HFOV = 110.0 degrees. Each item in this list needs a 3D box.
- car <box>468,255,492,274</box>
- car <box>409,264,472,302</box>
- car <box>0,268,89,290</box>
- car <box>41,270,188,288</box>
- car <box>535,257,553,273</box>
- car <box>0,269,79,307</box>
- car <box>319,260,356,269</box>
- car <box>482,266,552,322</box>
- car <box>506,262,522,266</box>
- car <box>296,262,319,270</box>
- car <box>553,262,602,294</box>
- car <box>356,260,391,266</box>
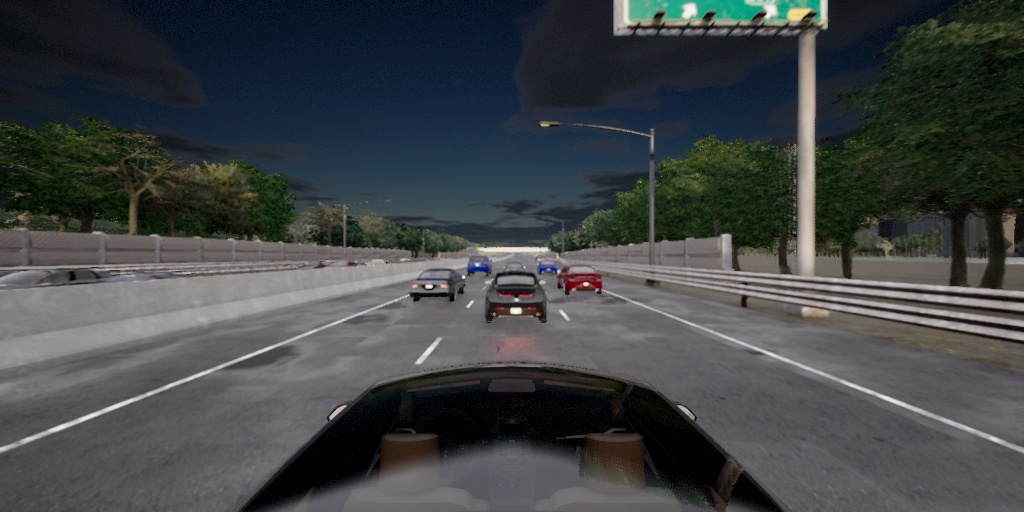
[{"bbox_3d":[-3.267,0.955,36.632,2.150,2.045,5.566,0,0,0],"label":"car"},{"bbox_3d":[-3.370,1.290,17.069,2.033,1.411,5.357,0,0,0],"label":"car"},{"bbox_3d":[-17.580,1.246,13.534,1.837,1.490,4.892,0,0,0],"label":"car"},{"bbox_3d":[-14.080,1.306,13.631,1.994,1.385,4.181,0,0,0],"label":"car"},{"bbox_3d":[3.753,1.212,38.993,1.882,1.535,5.008,0,0,0],"label":"car"},{"bbox_3d":[-21.077,1.304,14.525,1.994,1.385,4.181,0,0,0],"label":"car"},{"bbox_3d":[-17.448,1.208,37.064,1.882,1.535,5.008,0,0,0],"label":"car"},{"bbox_3d":[0.115,1.251,12.232,1.837,1.490,4.892,0,0,0],"label":"car"},{"bbox_3d":[0.202,1.284,32.299,2.033,1.411,5.357,0,0,1],"label":"car"},{"bbox_3d":[-20.944,1.293,38.048,1.994,1.385,4.181,0,0,1],"label":"car"},{"bbox_3d":[3.640,1.220,20.027,1.882,1.535,5.008,0,0,0],"label":"car"},{"bbox_3d":[-13.952,1.209,37.395,1.882,1.535,5.008,0,0,1],"label":"car"}]
